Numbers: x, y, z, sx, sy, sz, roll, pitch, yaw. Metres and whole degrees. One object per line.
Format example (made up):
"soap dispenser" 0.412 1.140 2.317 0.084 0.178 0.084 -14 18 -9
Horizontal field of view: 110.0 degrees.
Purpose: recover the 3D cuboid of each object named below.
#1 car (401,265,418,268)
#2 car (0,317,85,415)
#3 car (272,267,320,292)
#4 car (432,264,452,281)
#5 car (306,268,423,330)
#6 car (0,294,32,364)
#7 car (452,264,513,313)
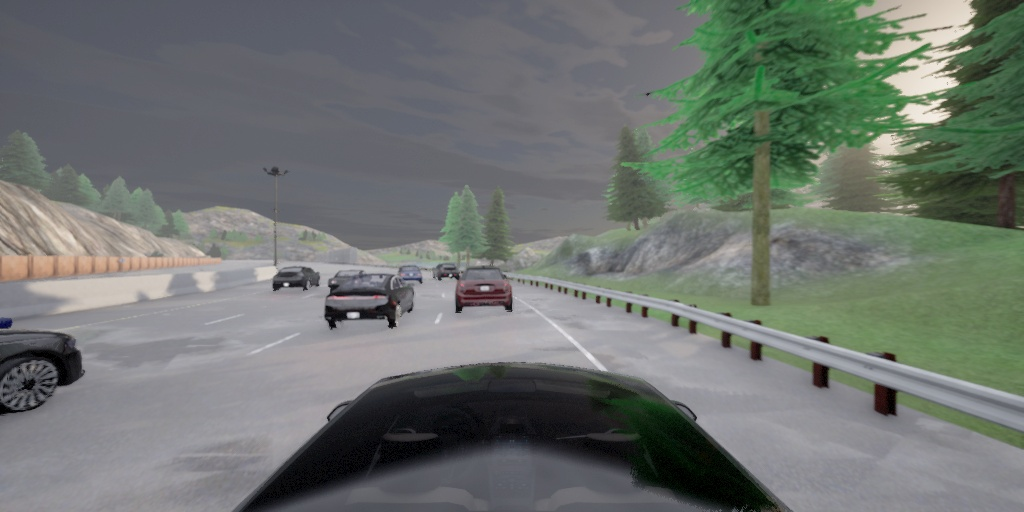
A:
"car" -8.428 1.477 29.392 2.033 1.411 5.357 0 0 -19
"car" -7.153 1.278 3.176 2.128 1.511 4.902 0 0 -1
"car" -13.847 1.423 23.276 1.837 1.490 4.892 0 0 -16
"car" -6.150 1.444 33.070 1.837 1.490 4.892 0 0 -21
"car" -4.322 1.310 11.532 2.128 1.511 4.902 0 0 -7
"car" -10.665 1.411 4.938 1.895 1.301 4.718 0 0 -3
"car" -1.262 1.175 14.720 2.097 1.767 4.553 0 0 -8
